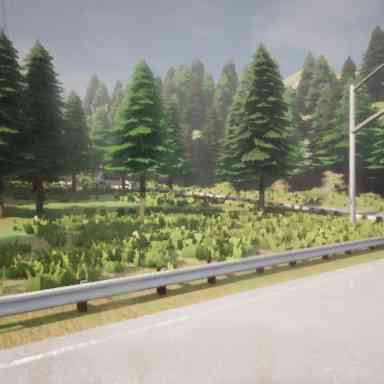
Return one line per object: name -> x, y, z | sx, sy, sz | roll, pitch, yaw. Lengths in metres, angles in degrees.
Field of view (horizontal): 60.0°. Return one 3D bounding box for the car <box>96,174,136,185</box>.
car -> -10.148, -1.211, 44.684 | 5.566, 2.045, 2.150 | 5, 1, 11
